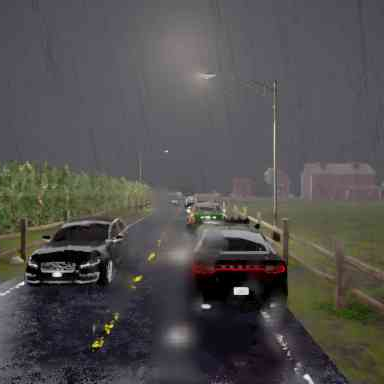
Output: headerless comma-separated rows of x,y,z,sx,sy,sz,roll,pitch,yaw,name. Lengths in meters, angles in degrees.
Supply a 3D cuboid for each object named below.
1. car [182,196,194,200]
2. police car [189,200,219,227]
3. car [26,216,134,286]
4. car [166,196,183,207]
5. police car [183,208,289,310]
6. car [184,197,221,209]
-0.088,1.625,46.714,1.895,1.301,4.718,0,0,0,car
0.762,1.425,24.058,1.930,1.638,5.238,0,0,0,police car
-2.874,1.505,9.499,1.837,1.490,4.892,0,0,0,car
-2.983,1.584,52.341,2.033,1.411,5.357,0,0,0,car
0.804,1.425,8.058,1.930,1.638,5.238,0,0,0,police car
0.778,1.351,17.919,2.097,1.767,4.553,0,0,0,car
